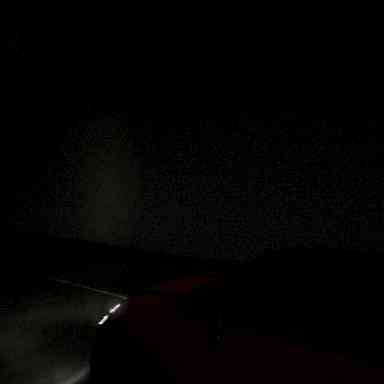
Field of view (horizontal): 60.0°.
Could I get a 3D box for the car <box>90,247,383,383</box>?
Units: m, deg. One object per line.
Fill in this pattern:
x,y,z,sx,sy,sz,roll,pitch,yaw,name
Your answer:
1.085,1.352,3.218,4.553,1.767,2.097,0,0,36,car
